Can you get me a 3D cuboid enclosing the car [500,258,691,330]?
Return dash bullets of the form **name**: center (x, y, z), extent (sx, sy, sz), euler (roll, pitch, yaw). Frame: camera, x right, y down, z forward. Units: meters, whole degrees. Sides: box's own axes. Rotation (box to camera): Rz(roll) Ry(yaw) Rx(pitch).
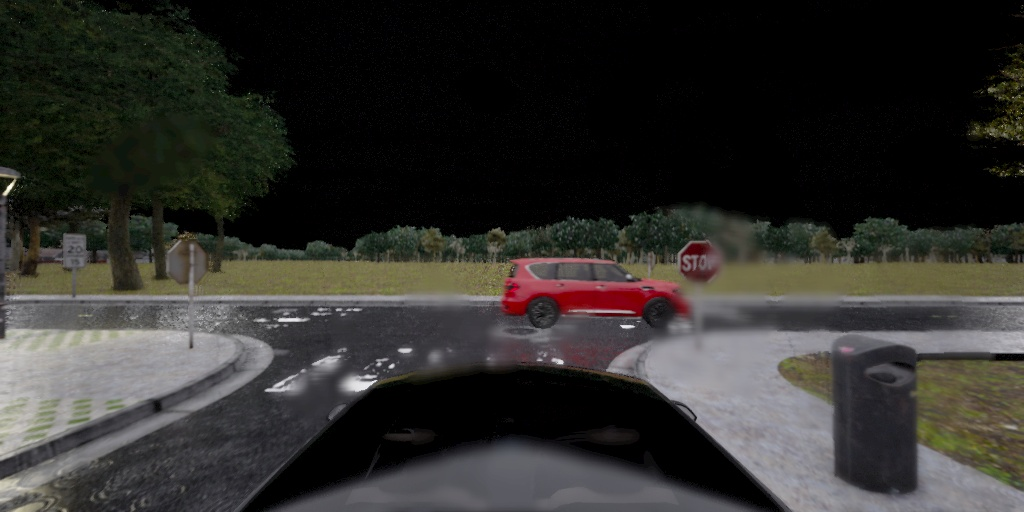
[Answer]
- **car**: center (2.422, 1.088, 11.068), extent (5.566, 2.045, 2.150), euler (0, -1, 0)
